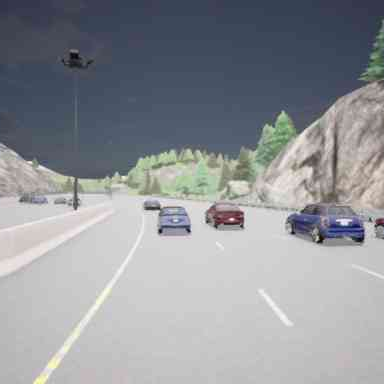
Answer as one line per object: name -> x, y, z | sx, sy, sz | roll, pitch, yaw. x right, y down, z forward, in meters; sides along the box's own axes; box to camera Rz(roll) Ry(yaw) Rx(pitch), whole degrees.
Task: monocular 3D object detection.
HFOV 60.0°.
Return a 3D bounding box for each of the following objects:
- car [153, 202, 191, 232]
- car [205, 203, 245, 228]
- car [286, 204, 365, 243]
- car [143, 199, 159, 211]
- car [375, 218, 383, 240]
car -> -1.153, 1.555, 20.037 | 2.033, 1.411, 5.357 | 0, 0, -7
car -> 2.071, 1.479, 22.202 | 1.882, 1.535, 5.008 | 0, 0, -7
car -> 6.237, 1.342, 16.101 | 2.097, 1.767, 4.553 | 0, 0, -5
car -> -5.131, 1.586, 42.281 | 1.994, 1.385, 4.181 | 0, 0, -13
car -> 9.916, 1.459, 14.102 | 1.882, 1.535, 5.008 | 0, 0, -4
